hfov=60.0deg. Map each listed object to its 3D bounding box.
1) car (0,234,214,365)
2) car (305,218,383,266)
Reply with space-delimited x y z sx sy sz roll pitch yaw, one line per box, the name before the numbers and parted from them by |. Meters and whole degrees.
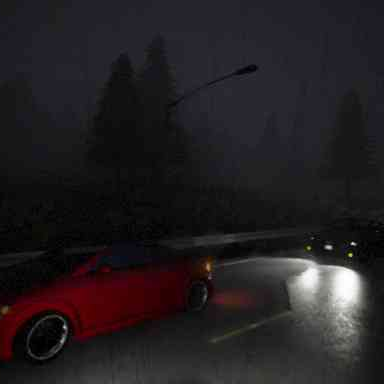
car | -1.561 1.475 5.713 4.181 1.385 1.994 2 0 -42
car | 6.021 1.684 12.242 4.181 1.385 1.994 2 0 -40
